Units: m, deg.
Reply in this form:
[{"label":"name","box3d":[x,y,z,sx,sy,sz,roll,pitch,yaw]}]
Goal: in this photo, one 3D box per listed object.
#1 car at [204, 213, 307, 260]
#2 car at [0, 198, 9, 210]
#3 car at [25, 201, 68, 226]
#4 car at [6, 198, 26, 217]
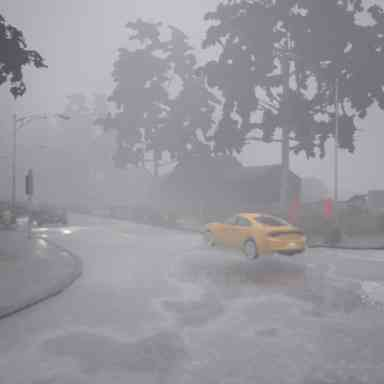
[{"label":"car","box3d":[2.242,1.579,13.168,1.882,1.535,5.008,2,-1,-25]},{"label":"car","box3d":[-22.161,1.565,40.530,1.837,1.490,4.892,1,0,-35]},{"label":"car","box3d":[-10.410,1.564,24.015,1.837,1.490,4.892,1,0,-36]},{"label":"car","box3d":[-16.129,1.607,32.026,2.033,1.411,5.357,1,0,-36]}]
